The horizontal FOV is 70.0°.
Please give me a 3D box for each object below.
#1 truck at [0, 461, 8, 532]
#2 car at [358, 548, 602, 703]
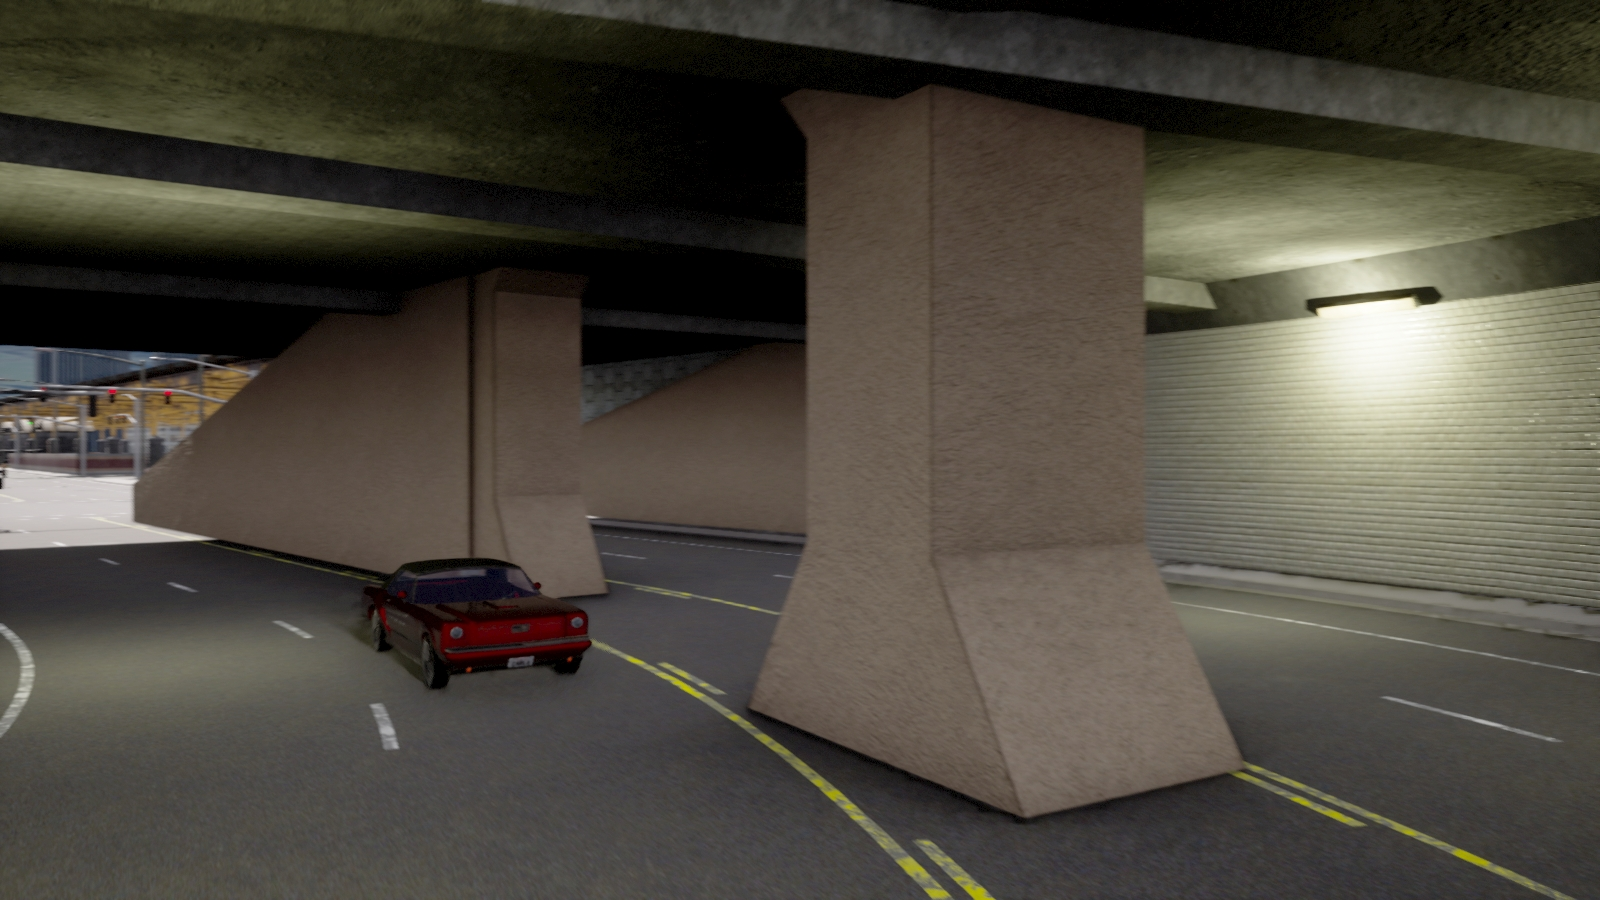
[{"bbox_3d":[-30.576,1.626,41.244,2.627,2.467,5.204,0,0,-42],"label":"truck"},{"bbox_3d":[-4.420,2.164,15.224,1.895,1.301,4.718,0,0,-32],"label":"car"}]
